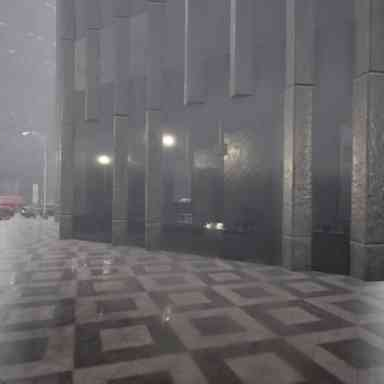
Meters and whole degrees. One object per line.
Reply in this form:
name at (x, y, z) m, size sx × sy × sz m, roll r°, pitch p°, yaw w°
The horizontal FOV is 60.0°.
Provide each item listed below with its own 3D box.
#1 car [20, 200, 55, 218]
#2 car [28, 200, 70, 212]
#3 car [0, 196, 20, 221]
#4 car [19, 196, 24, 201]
car at (-13.830, 1.756, 31.332) m, size 1.947 × 1.339 × 4.313 m, roll 1°, pitch 0°, yaw 35°
car at (-17.495, 1.652, 40.880) m, size 1.947 × 1.339 × 4.313 m, roll 1°, pitch 0°, yaw 35°
car at (-17.100, 1.477, 26.734) m, size 2.192 × 1.841 × 5.009 m, roll 1°, pitch 0°, yaw 35°
car at (-20.765, 1.371, 36.283) m, size 2.192 × 1.841 × 5.009 m, roll 1°, pitch 0°, yaw 35°
